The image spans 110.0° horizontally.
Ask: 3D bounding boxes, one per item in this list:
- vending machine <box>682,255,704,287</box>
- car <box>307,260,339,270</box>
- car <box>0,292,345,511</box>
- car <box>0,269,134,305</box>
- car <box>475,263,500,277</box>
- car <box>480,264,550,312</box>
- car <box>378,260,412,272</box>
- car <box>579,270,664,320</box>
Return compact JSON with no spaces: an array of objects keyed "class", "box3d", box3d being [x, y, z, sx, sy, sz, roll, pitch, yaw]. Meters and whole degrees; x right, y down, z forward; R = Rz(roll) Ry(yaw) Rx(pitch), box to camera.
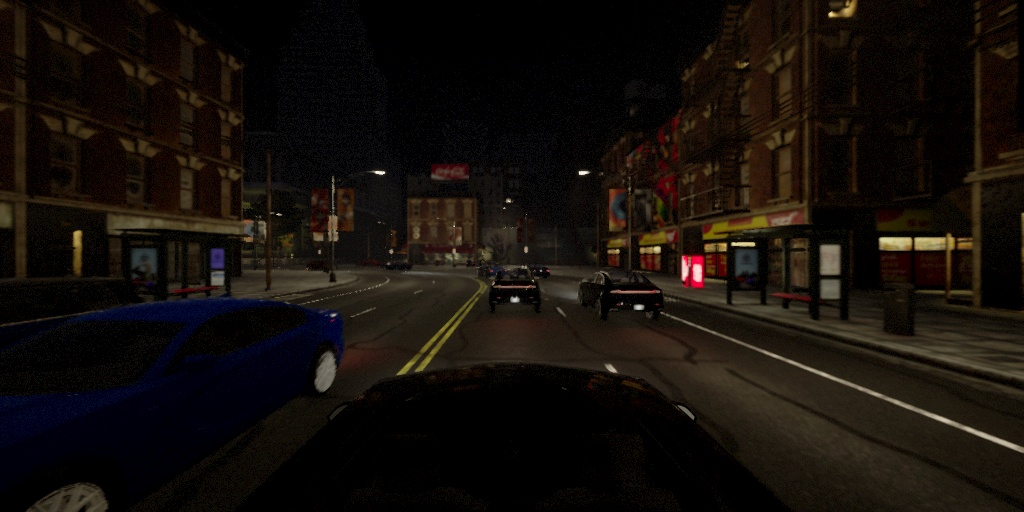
[{"class":"vending machine","box3d":[10.877,0.943,21.598,1.100,2.100,0.880,0,0,-1]},{"class":"car","box3d":[-26.125,1.227,49.528,5.008,1.535,1.882,0,0,28]},{"class":"car","box3d":[-3.606,1.228,3.711,1.882,1.535,5.008,0,0,0]},{"class":"car","box3d":[-7.111,1.103,4.406,2.097,1.767,4.553,0,0,0]},{"class":"car","box3d":[-1.890,1.295,32.340,2.033,1.411,5.357,0,0,-18]},{"class":"car","box3d":[0.101,1.241,14.279,2.128,1.511,4.902,0,0,0]},{"class":"car","box3d":[-14.725,1.348,45.756,4.718,1.301,1.895,0,0,42]},{"class":"car","box3d":[3.600,1.240,12.593,2.128,1.511,4.902,0,0,0]}]
